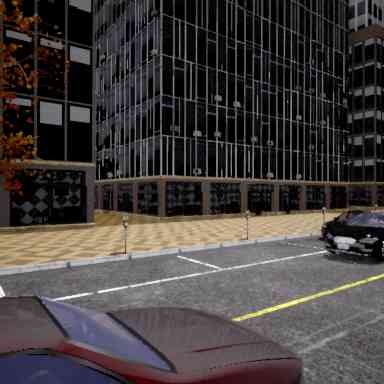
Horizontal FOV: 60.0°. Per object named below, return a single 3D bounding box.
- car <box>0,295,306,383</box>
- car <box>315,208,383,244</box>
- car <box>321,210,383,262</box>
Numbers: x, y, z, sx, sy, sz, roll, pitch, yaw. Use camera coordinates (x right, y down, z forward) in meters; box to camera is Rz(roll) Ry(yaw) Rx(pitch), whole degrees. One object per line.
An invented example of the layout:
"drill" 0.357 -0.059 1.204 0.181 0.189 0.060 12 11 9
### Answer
"car" -1.510 1.547 2.235 5.357 1.411 2.033 0 0 -35
"car" 8.140 1.564 16.226 4.313 1.339 1.947 0 0 -36
"car" 6.857 1.490 12.134 4.902 1.511 2.128 0 0 -35
